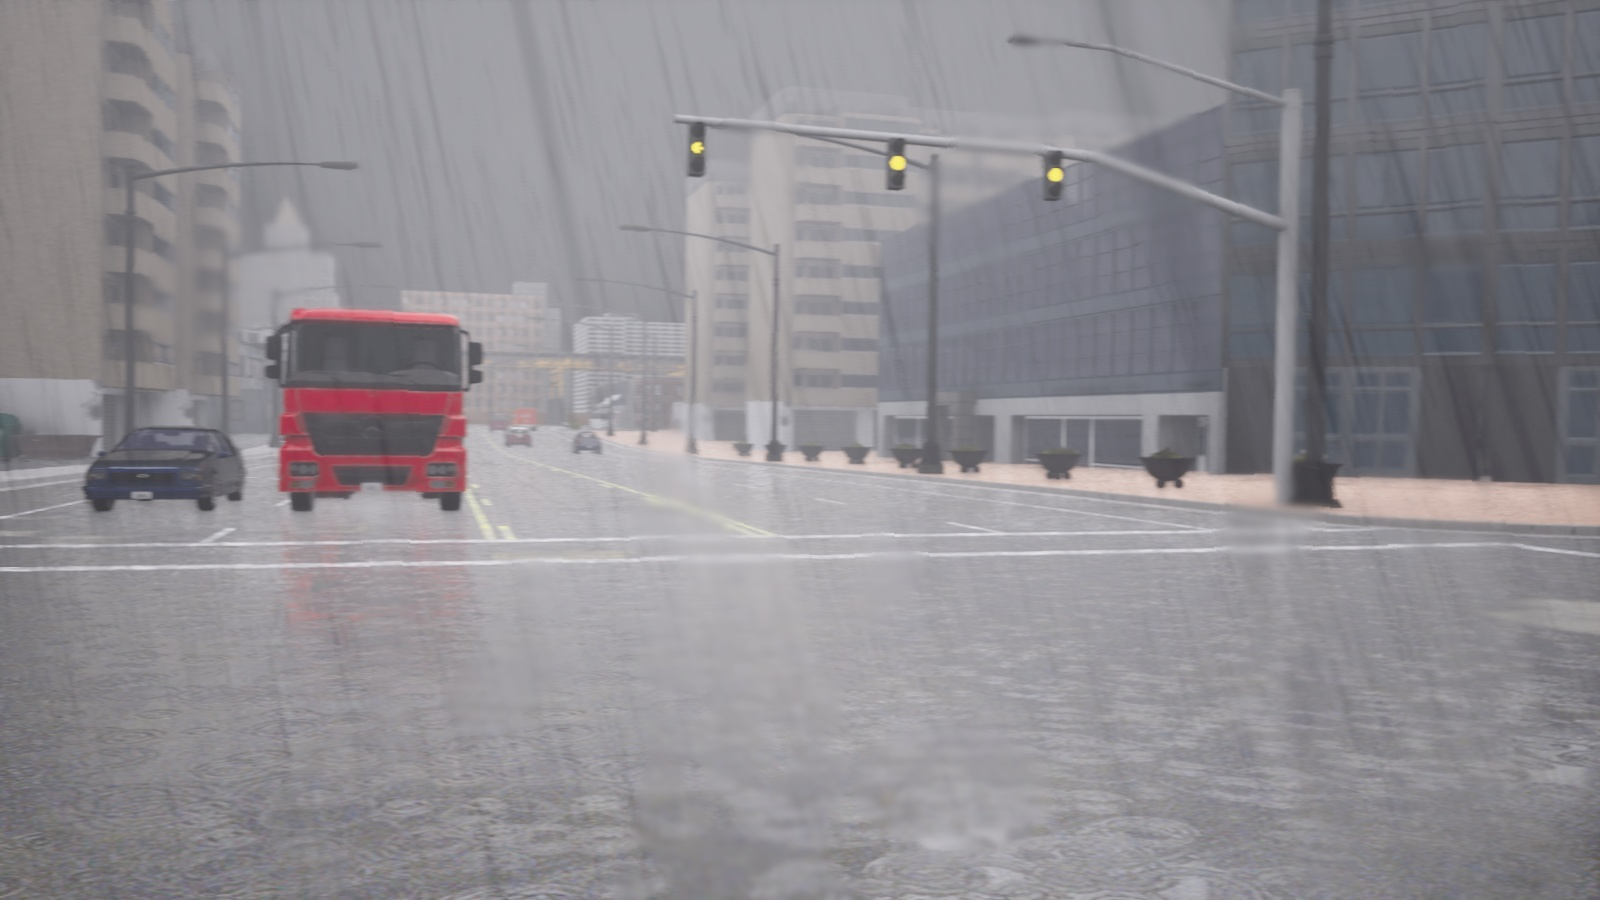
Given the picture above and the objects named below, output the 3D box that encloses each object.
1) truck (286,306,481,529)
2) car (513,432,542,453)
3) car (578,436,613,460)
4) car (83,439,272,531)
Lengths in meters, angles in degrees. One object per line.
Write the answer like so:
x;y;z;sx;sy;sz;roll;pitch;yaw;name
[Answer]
-7.652;-0.562;23.720;2.891;3.462;7.936;-1;1;-16;truck
-20.861;-0.564;96.057;1.970;1.475;3.806;-1;2;-16;car
-13.546;-0.146;83.096;1.845;1.501;3.633;-1;1;-16;car
-10.910;0.515;22.440;2.033;1.411;5.357;-1;1;-16;car
